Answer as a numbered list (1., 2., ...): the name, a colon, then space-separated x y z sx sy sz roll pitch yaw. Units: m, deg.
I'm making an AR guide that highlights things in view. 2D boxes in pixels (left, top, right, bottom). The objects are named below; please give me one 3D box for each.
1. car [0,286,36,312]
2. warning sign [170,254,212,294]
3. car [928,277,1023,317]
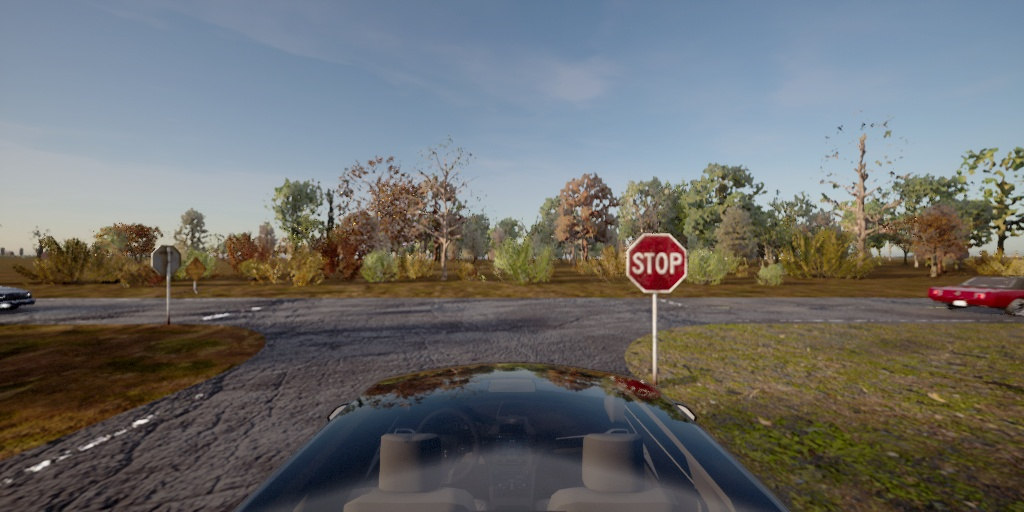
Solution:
1. car: -20.419 1.353 12.578 5.357 1.411 2.033 0 0 0
2. warning sign: -16.208 0.961 18.328 1.060 1.860 1.300 0 0 0
3. car: 18.060 1.382 12.667 4.718 1.301 1.895 0 0 0
